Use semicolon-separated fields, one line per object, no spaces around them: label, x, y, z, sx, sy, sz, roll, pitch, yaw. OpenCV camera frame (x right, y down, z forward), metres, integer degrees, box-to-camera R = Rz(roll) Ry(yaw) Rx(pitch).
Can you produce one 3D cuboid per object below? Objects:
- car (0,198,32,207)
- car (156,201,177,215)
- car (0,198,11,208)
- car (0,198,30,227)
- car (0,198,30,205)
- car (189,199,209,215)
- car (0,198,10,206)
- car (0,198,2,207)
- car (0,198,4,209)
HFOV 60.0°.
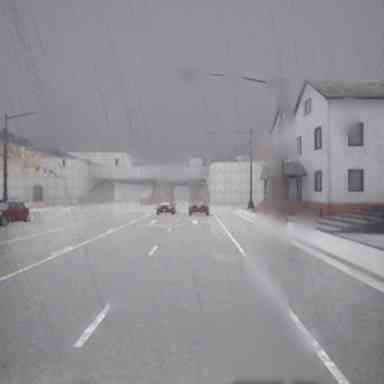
car;-31.431;1.779;59.155;2.038;1.542;4.974;0;0;30
car;-2.795;1.731;36.498;1.812;1.442;4.674;0;0;1
car;-30.738;1.749;53.775;2.038;1.542;4.974;0;0;-35
car;-13.612;1.483;23.884;2.097;1.767;4.553;0;0;1
car;-31.456;1.621;59.110;1.853;1.218;4.536;0;0;30
car;0.738;1.558;36.424;2.097;1.767;4.553;0;0;1
car;-30.768;1.591;53.818;1.853;1.218;4.536;0;0;-35
car;-30.846;1.565;49.131;1.853;1.218;4.536;0;0;45
car;-30.810;1.723;49.167;2.038;1.542;4.974;0;0;45
